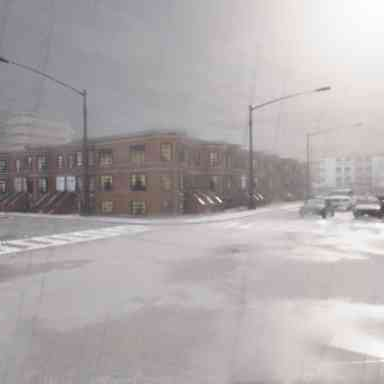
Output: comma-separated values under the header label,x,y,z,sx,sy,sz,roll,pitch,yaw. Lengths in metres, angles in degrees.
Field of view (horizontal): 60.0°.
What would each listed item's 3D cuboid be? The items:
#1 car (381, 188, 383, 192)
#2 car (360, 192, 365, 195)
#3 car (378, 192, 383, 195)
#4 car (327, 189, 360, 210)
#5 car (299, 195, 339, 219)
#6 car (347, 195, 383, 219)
label,x,y,z,sx,sy,sz,roll,pitch,yaw
car,24.552,0.560,41.319,2.150,2.045,5.566,0,1,34
car,20.891,0.733,42.152,2.097,1.767,4.553,0,1,34
car,18.601,1.015,32.536,1.812,1.442,4.674,0,1,34
car,15.228,0.745,33.806,2.150,2.045,5.566,0,1,35
car,9.775,1.186,25.830,1.812,1.442,4.674,0,1,34
car,13.356,1.168,24.884,2.033,1.411,5.357,0,1,34
